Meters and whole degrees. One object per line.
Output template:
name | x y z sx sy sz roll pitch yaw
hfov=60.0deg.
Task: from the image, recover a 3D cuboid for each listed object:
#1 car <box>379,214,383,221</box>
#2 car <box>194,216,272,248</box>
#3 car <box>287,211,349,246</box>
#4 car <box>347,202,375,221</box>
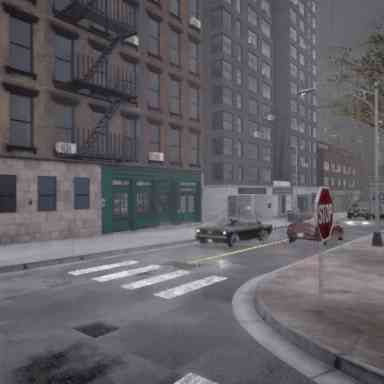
car | 22.785 2.202 37.955 2.150 2.045 5.566 0 -2 38
car | 2.182 1.917 16.672 1.895 1.301 4.718 0 -1 38
car | 6.537 1.898 17.425 1.812 1.442 4.674 0 -2 38
car | 19.867 2.198 38.945 2.150 2.045 5.566 0 -2 39
